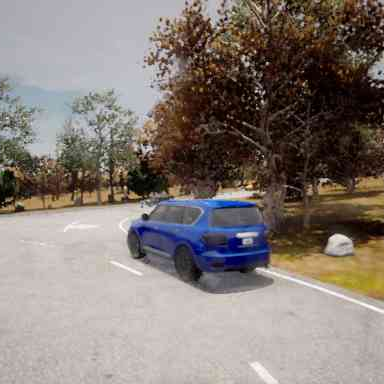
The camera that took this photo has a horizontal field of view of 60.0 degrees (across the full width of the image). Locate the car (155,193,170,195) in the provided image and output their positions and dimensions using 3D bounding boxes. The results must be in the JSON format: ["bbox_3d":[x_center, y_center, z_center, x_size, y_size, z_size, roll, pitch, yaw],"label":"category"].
[{"bbox_3d":[-4.371,0.969,46.020,2.128,1.511,4.902,0,3,35],"label":"car"}]

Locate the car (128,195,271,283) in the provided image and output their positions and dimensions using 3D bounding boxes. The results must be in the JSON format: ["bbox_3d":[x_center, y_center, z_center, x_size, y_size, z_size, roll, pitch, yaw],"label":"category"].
[{"bbox_3d":[-0.094,1.238,10.120,2.150,2.045,5.566,0,0,-32],"label":"car"}]

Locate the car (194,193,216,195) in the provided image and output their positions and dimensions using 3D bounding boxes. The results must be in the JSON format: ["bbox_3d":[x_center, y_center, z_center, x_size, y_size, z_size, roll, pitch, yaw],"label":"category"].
[{"bbox_3d":[2.120,0.262,54.715,1.812,1.442,4.674,0,5,40],"label":"car"}]

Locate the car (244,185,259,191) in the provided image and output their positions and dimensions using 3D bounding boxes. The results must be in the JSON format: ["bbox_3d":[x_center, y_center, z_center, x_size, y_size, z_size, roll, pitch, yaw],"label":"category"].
[{"bbox_3d":[12.242,-0.999,65.967,1.882,1.535,5.008,0,5,44],"label":"car"}]
